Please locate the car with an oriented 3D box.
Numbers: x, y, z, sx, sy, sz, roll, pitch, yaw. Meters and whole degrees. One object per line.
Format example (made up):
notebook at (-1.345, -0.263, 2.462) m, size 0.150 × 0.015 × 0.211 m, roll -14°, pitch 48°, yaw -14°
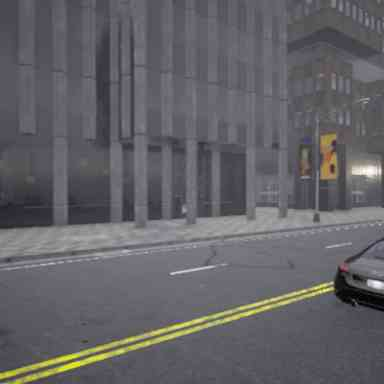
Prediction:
car at (4.817, 1.559, 6.879) m, size 4.181 × 1.385 × 1.994 m, roll 0°, pitch 0°, yaw -36°
